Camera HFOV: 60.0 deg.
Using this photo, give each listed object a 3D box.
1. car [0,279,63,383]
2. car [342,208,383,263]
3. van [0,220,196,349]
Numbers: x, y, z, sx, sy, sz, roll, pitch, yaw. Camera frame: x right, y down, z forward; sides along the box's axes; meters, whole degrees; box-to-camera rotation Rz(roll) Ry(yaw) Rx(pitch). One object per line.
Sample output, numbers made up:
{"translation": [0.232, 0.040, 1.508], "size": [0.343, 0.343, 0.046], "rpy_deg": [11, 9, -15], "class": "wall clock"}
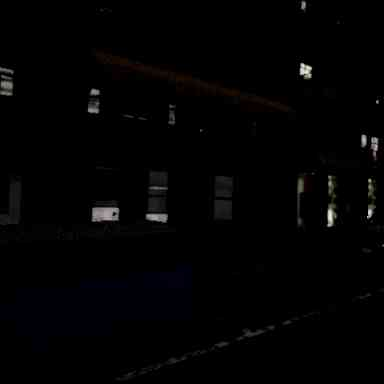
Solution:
{"translation": [-3.264, 1.529, 0.741], "size": [5.357, 1.411, 2.033], "rpy_deg": [1, 0, -36], "class": "car"}
{"translation": [7.175, 1.415, 11.194], "size": [5.009, 1.841, 2.192], "rpy_deg": [1, 1, -35], "class": "car"}
{"translation": [-1.827, 1.350, 4.767], "size": [3.998, 1.788, 1.690], "rpy_deg": [1, 1, -35], "class": "van"}
